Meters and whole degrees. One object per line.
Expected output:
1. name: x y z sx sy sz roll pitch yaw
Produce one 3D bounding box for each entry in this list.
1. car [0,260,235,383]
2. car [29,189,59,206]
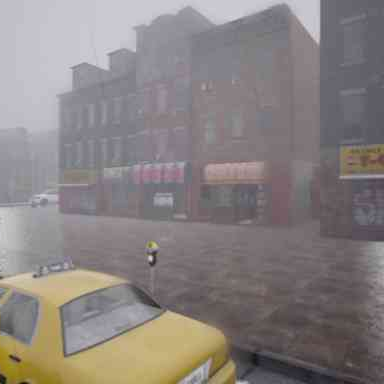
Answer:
1. car: -1.855 1.538 4.135 4.829 1.417 1.752 0 0 36
2. car: -18.494 0.685 44.057 2.150 2.045 5.566 0 2 35
